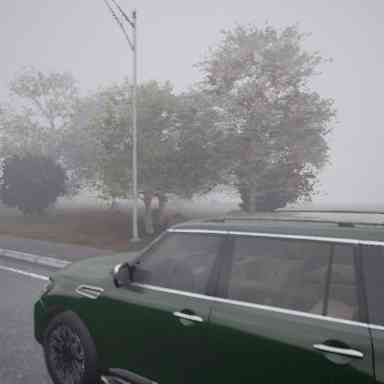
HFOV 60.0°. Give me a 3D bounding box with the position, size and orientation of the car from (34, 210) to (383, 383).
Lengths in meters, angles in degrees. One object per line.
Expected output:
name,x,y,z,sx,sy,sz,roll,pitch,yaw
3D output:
car,0.655,1.218,3.491,5.566,2.045,2.150,0,0,35
